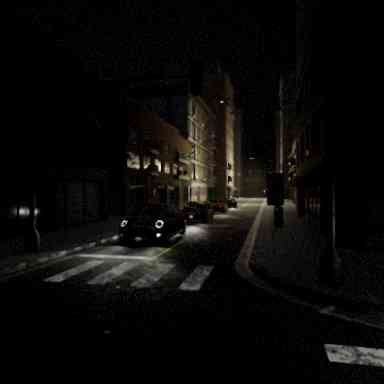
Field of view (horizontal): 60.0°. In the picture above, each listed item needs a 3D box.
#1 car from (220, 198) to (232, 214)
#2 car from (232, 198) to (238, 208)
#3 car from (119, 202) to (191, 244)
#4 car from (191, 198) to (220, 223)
[{"bbox_3d":[2.673,1.414,35.025,1.882,1.535,5.008,0,0,13],"label":"car"},{"bbox_3d":[5.056,1.471,45.203,1.994,1.385,4.181,0,0,14],"label":"car"},{"bbox_3d":[-1.721,1.335,15.844,2.097,1.767,4.553,0,0,13],"label":"car"},{"bbox_3d":[0.496,1.452,25.582,2.128,1.511,4.902,0,0,13],"label":"car"}]
